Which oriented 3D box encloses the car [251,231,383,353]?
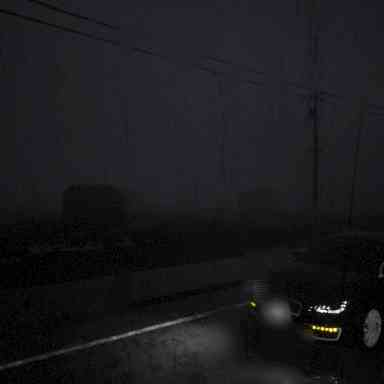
[{"bbox_3d":[3.238,1.556,6.307,4.892,1.490,1.837,1,-1,-36],"label":"car"}]
